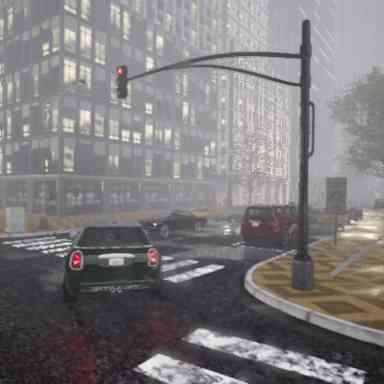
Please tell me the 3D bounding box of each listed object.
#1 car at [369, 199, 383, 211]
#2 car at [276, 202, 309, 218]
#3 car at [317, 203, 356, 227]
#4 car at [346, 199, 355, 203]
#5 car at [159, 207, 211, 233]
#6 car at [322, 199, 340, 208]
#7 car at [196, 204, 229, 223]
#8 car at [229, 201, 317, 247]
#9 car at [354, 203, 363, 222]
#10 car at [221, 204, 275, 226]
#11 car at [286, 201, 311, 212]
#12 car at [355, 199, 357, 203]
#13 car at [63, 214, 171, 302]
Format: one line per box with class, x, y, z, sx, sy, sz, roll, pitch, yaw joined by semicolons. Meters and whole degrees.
car;27.631;1.863;48.245;2.192;1.841;5.009;0;0;36
car;10.576;1.850;34.855;1.994;1.385;4.181;1;0;37
car;10.984;1.837;25.689;1.752;1.417;4.829;0;0;36
car;30.921;2.141;66.816;1.802;1.307;4.206;1;0;36
car;-1.185;1.715;18.941;1.895;1.301;4.718;1;0;36
car;24.125;1.991;57.607;1.752;1.417;4.829;1;0;36
car;0.689;1.659;25.852;1.752;1.417;4.829;0;0;36
car;4.187;1.527;16.477;2.192;1.841;5.009;0;0;36
car;14.232;1.940;30.091;1.802;1.307;4.206;0;0;36
car;4.601;1.747;26.782;2.033;1.411;5.357;1;0;37
car;14.182;1.894;44.134;1.947;1.339;4.313;0;0;36
car;34.268;2.155;71.353;2.008;1.369;4.403;1;0;36
car;-2.193;1.469;8.983;2.097;1.767;4.553;1;0;-17
